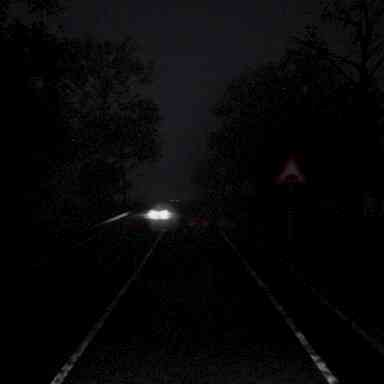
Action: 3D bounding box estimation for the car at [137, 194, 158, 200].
[{"bbox_3d":[-11.181,1.215,83.319,5.008,1.535,2.097,0,-1,-1],"label":"car"}]

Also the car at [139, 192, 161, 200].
[{"bbox_3d":[-11.216,1.091,88.872,5.566,2.045,2.435,0,-1,-1],"label":"car"}]

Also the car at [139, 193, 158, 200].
[{"bbox_3d":[-11.241,1.150,86.097,4.553,1.767,2.185,0,-1,-1],"label":"car"}]

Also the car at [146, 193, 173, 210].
[{"bbox_3d":[-3.590,1.232,37.958,2.128,1.511,4.902,0,1,-1],"label":"car"}]

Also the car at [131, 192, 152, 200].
[{"bbox_3d":[-10.920,1.115,77.782,5.366,1.575,1.946,0,-1,-1],"label":"car"}]

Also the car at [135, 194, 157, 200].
[{"bbox_3d":[-11.145,1.163,80.547,4.892,1.521,2.231,0,-1,-1],"label":"car"}]
